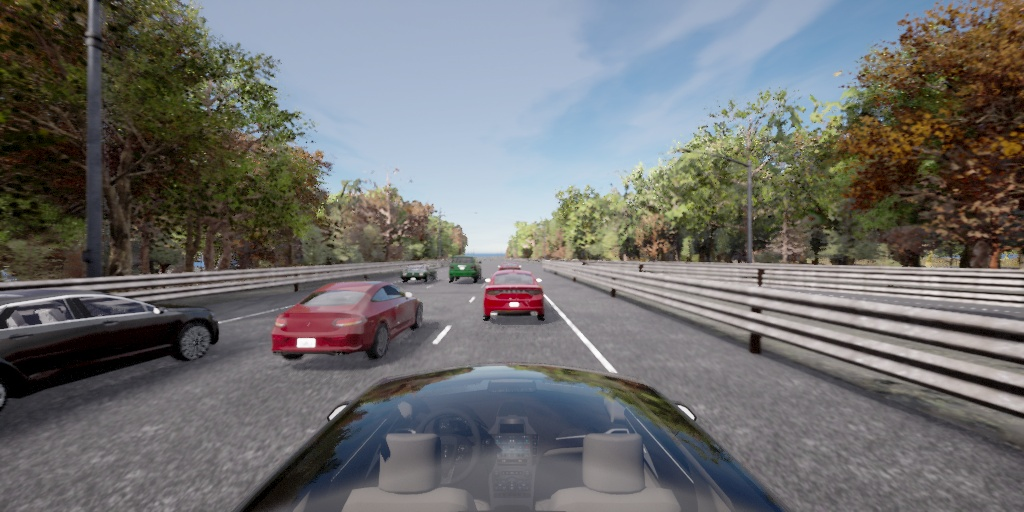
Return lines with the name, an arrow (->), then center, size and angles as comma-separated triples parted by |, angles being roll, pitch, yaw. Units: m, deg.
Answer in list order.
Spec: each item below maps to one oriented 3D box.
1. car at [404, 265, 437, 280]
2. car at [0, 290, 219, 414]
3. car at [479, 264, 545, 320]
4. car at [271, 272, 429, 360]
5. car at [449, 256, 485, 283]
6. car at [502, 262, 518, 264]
car -> -7.145, 1.370, 28.055 | 1.895, 1.301, 4.718 | 0, 0, -1
car -> -6.915, 1.245, 5.349 | 2.128, 1.511, 4.902 | 0, 0, 0
car -> 0.048, 1.232, 12.701 | 1.882, 1.535, 5.008 | 0, 0, 0
car -> -3.424, 1.279, 8.253 | 1.812, 1.442, 4.674 | 0, 0, 0
car -> -3.654, 0.990, 28.614 | 2.150, 2.045, 5.566 | 0, 0, -1
car -> -0.200, 1.247, 30.926 | 1.882, 1.535, 5.008 | 0, 0, -1
